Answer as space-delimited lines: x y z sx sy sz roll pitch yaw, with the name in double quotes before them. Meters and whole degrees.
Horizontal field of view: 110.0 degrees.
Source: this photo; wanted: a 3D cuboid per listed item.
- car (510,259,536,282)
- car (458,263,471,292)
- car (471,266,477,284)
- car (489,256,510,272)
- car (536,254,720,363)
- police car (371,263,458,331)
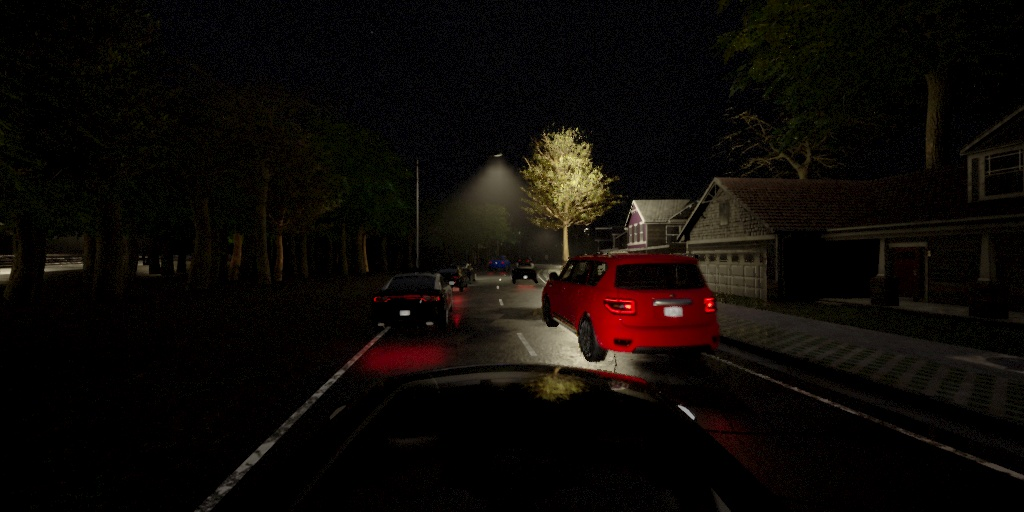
"car" 0.959 1.251 28.292 1.837 1.490 4.892 0 0 0
"car" -3.639 1.275 21.066 1.812 1.442 4.674 0 0 -3
"car" -3.797 1.254 27.037 1.837 1.490 4.892 0 0 0
"car" -1.540 0.965 47.117 2.150 2.045 5.566 0 0 9
"car" 2.242 0.972 8.399 2.150 2.045 5.566 0 0 -7
"police car" -2.877 1.175 11.252 1.930 1.638 5.238 0 0 -6
